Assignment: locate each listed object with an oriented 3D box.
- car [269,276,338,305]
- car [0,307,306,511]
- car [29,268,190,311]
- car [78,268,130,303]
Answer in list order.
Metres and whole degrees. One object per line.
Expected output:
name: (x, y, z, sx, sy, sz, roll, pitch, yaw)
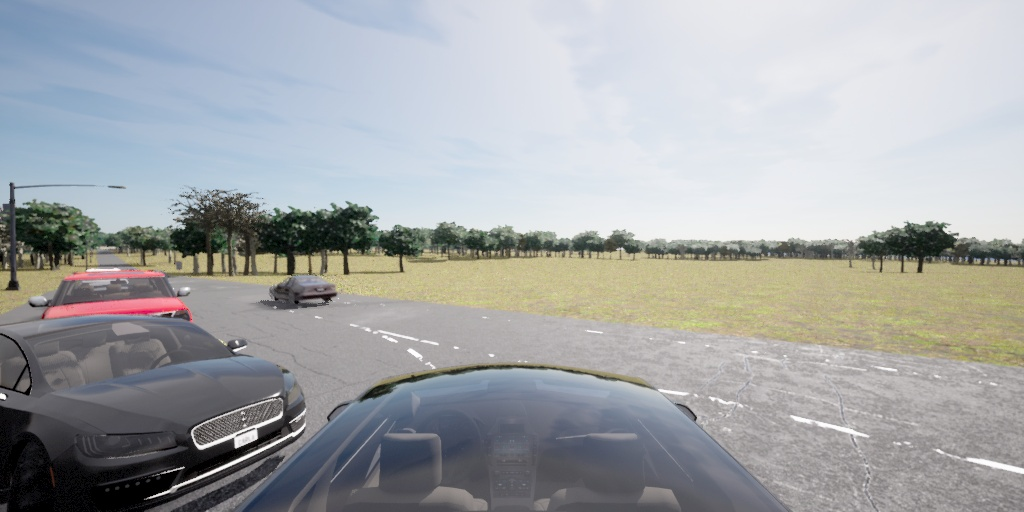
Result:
car: (-11.473, 1.785, 19.584, 5.357, 1.411, 2.033, -2, 0, 41)
car: (-4.565, 1.444, 3.981, 4.892, 1.490, 1.837, -3, -3, 21)
car: (-9.480, 1.383, 8.621, 5.566, 2.045, 2.150, -2, 0, 41)
car: (-28.083, 1.882, 24.686, 5.566, 2.045, 2.150, -2, 0, 41)
